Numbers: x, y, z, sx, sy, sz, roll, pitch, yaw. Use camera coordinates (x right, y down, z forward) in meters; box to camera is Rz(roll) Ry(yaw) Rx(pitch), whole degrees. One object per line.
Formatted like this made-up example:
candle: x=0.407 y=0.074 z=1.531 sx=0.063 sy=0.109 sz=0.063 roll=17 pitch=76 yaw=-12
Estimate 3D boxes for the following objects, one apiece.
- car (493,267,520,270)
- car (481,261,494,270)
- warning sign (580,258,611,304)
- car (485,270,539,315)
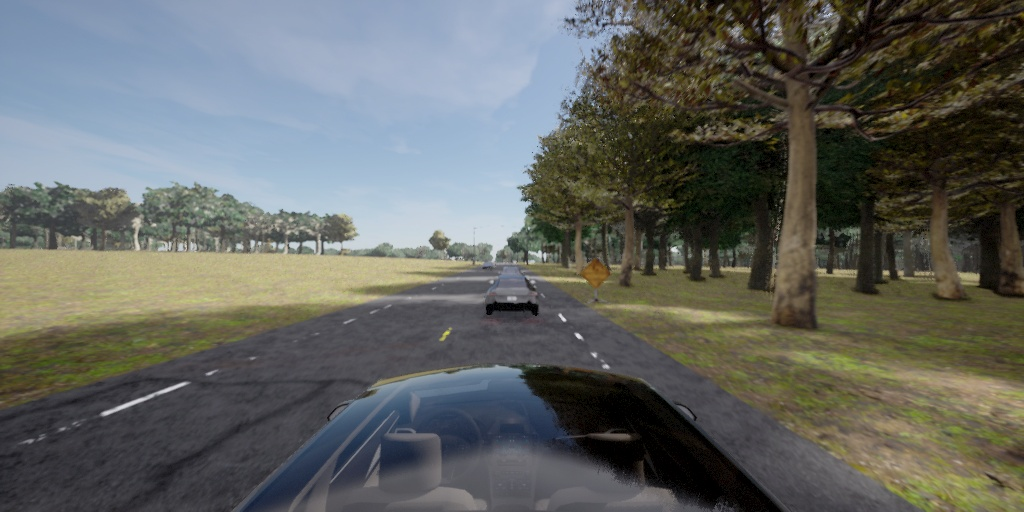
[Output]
car: x=-0.074 y=1.527 z=26.925 sx=2.033 sy=1.411 sz=5.357 roll=0 pitch=0 yaw=0
car: x=-3.999 y=1.589 z=59.799 sx=2.033 sy=1.411 sz=5.357 roll=-2 pitch=1 yaw=0
warning sign: x=3.522 y=1.017 z=15.059 sx=1.300 sy=1.860 sz=1.060 roll=0 pitch=0 yaw=0
car: x=0.017 y=1.459 z=14.433 sx=1.994 sy=1.385 sz=4.181 roll=0 pitch=0 yaw=0
